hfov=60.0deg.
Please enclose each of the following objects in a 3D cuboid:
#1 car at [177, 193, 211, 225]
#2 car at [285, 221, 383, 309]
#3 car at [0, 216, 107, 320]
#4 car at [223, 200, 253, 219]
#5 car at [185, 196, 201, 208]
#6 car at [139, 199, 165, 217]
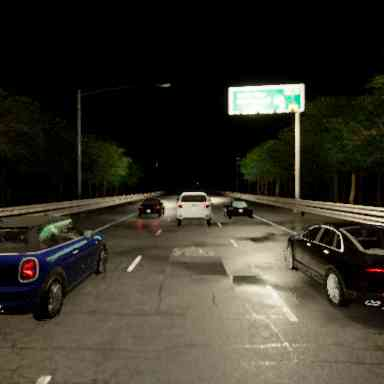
[{"bbox_3d":[0.123,1.044,22.707,2.150,2.045,5.566,0,0,0],"label":"car"},{"bbox_3d":[3.608,1.445,7.738,1.837,1.490,4.892,0,0,0],"label":"car"},{"bbox_3d":[-3.392,1.295,7.377,2.097,1.767,4.553,0,0,0],"label":"car"},{"bbox_3d":[3.625,1.349,26.688,1.994,1.385,4.181,0,1,0],"label":"car"},{"bbox_3d":[0.121,1.221,41.800,1.895,1.301,4.718,0,1,0],"label":"car"},{"bbox_3d":[-3.372,1.296,28.195,1.812,1.442,4.674,0,1,0],"label":"car"}]
